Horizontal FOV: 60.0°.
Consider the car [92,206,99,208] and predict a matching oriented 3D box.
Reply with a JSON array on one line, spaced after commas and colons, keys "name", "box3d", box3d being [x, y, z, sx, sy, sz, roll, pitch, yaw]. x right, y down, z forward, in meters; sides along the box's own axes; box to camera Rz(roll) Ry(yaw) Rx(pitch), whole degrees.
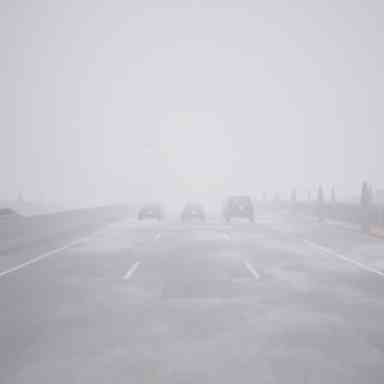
[{"name": "car", "box3d": [-17.507, 3.357, 61.246, 2.033, 1.411, 5.357, 0, -7, 0]}]

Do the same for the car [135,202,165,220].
[{"name": "car", "box3d": [-3.398, 1.626, 28.585, 1.994, 1.385, 4.181, 0, 0, 0]}]

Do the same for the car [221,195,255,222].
[{"name": "car", "box3d": [3.602, 1.281, 26.887, 2.150, 2.045, 5.566, 0, 0, 0]}]

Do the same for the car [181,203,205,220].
[{"name": "car", "box3d": [0.102, 1.627, 28.779, 1.994, 1.385, 4.181, 0, 0, 0]}]

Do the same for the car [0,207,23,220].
[{"name": "car", "box3d": [-10.597, 1.542, 17.215, 1.837, 1.490, 4.892, 0, 0, 0]}]
